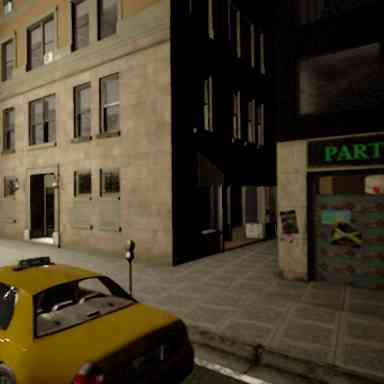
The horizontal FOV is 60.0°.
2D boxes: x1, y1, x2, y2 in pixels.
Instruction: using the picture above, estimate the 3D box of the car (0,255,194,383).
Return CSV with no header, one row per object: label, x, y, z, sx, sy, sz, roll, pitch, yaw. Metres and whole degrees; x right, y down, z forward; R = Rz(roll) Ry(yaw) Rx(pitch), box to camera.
car,-2.258,1.542,4.470,4.829,1.417,1.752,0,-1,36
